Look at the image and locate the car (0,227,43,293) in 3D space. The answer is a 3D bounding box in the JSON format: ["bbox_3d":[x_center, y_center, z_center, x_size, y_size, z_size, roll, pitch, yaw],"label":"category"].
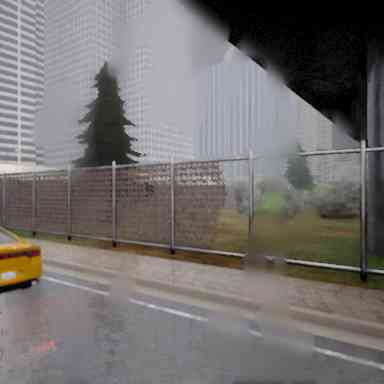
[{"bbox_3d":[-5.625,1.505,8.016,5.008,1.535,1.882,0,0,36],"label":"car"}]
